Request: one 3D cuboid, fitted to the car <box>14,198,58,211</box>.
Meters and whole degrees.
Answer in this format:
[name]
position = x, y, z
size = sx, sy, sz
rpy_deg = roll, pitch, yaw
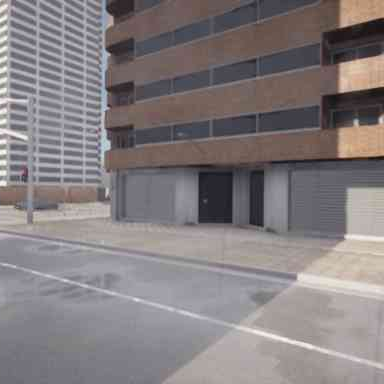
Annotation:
[car]
position = -16.002, 1.275, 34.298
size = 1.994, 1.385, 4.181
rpy_deg = 1, 0, 35
